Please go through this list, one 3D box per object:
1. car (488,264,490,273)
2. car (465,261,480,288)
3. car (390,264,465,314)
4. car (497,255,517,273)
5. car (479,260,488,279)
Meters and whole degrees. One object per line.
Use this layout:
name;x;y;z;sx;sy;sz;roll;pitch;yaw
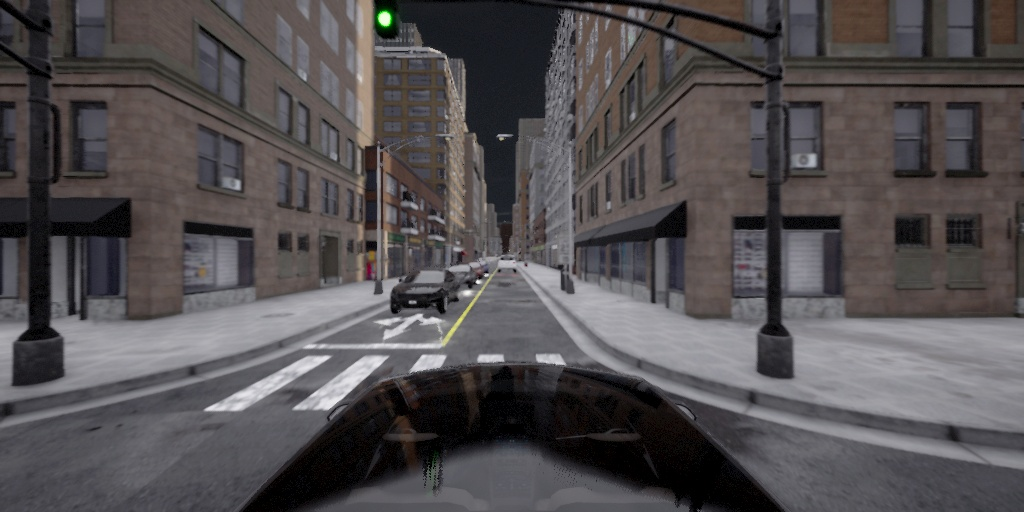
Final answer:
car;-3.576;1.231;40.661;1.812;1.442;4.674;0;0;0
car;-3.325;1.251;23.378;1.812;1.442;4.674;0;0;-1
car;-3.214;1.215;14.047;1.882;1.535;5.008;0;0;0
car;-0.578;0.919;43.195;2.150;2.045;5.566;0;0;-1
car;-3.443;1.241;31.775;1.812;1.442;4.674;0;0;0
